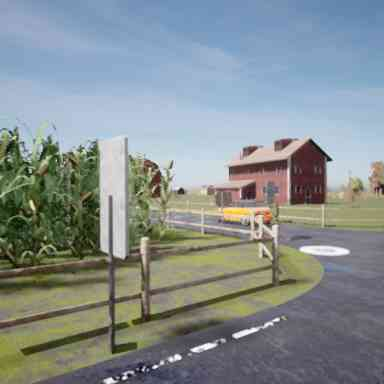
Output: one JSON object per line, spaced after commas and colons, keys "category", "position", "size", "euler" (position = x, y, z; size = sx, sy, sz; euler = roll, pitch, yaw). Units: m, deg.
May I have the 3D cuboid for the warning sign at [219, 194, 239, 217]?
{"category": "warning sign", "position": [3.083, 1.098, 28.020], "size": [1.300, 1.860, 1.060], "euler": [0, 0, -35]}

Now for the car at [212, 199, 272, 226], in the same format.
{"category": "car", "position": [3.393, 1.346, 23.427], "size": [2.097, 1.767, 4.553], "euler": [0, 0, -34]}
